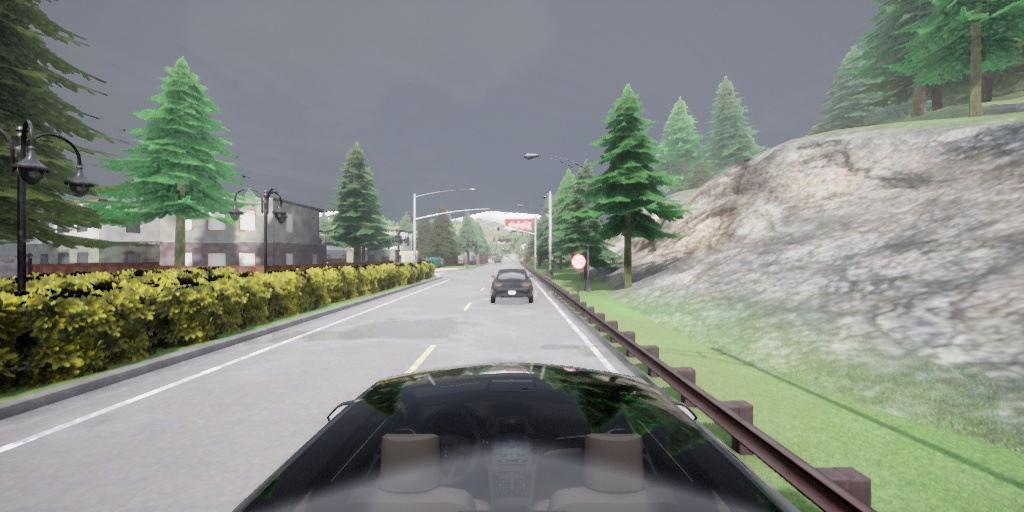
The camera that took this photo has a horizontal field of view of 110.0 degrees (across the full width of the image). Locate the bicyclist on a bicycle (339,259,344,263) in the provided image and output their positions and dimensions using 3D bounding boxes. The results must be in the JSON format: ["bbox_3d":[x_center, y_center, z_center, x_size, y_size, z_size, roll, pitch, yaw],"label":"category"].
[{"bbox_3d":[-23.135,1.206,48.535,0.582,1.620,1.656,0,0,7],"label":"bicyclist on a bicycle"}]

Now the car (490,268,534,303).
[{"bbox_3d":[0.000,1.282,16.500,1.812,1.442,4.674,0,0,0],"label":"car"}]
